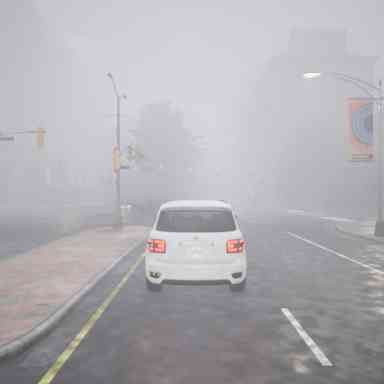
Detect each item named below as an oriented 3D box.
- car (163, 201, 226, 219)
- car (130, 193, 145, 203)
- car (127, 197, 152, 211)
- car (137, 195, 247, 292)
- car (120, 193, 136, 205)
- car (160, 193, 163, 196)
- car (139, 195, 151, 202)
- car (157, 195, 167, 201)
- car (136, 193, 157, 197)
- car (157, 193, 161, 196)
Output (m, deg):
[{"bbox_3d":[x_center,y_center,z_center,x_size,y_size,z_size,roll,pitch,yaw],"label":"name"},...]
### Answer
[{"bbox_3d":[0.181,1.547,29.267,5.357,1.411,2.033,0,0,0],"label":"car"},{"bbox_3d":[-11.285,1.225,69.639,2.150,2.045,5.566,0,0,0],"label":"car"},{"bbox_3d":[-3.878,1.547,35.891,5.357,1.411,2.033,0,0,-32],"label":"car"},{"bbox_3d":[0.099,1.221,9.059,2.150,2.045,5.566,0,0,0],"label":"car"},{"bbox_3d":[-11.384,1.491,59.720,2.128,1.511,4.902,0,0,1],"label":"car"},{"bbox_3d":[-7.764,1.225,76.441,2.150,2.045,5.566,0,0,0],"label":"car"},{"bbox_3d":[-11.252,1.525,80.077,2.128,1.511,4.902,0,0,0],"label":"car"},{"bbox_3d":[-7.733,1.552,86.256,1.994,1.385,4.181,0,0,0],"label":"car"},{"bbox_3d":[-7.902,1.352,57.940,2.097,1.767,4.553,0,0,0],"label":"car"},{"bbox_3d":[-7.818,1.525,66.824,1.812,1.442,4.674,0,0,1],"label":"car"}]
